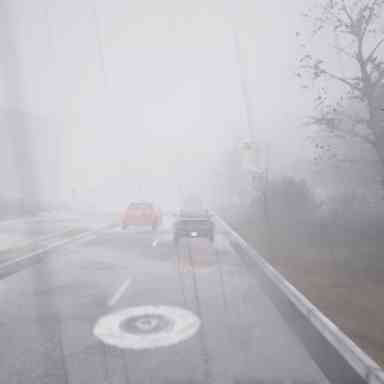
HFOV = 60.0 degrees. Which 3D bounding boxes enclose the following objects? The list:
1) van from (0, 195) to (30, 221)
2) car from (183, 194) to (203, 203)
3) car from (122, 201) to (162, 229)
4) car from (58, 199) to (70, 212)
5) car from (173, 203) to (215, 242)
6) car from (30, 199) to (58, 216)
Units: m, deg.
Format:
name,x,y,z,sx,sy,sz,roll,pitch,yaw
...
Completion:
name,x,y,z,sx,sy,sz,roll,pitch,yaw
van,-15.562,1.271,27.401,1.878,1.987,4.442,0,0,0
car,0.098,1.274,39.240,2.150,2.045,5.566,0,0,0
car,-3.159,1.381,21.867,2.097,1.767,4.553,0,0,0
car,-15.612,1.554,38.508,2.002,1.452,4.674,-2,0,0
car,0.094,1.527,16.547,1.837,1.490,4.892,0,0,0
car,-15.579,1.535,33.012,2.163,1.488,4.792,0,0,0
